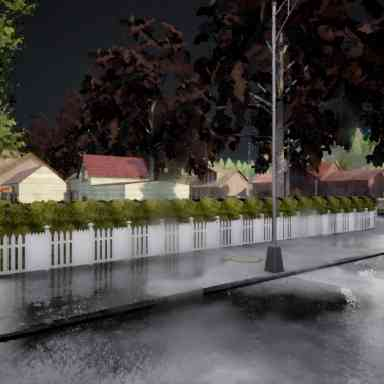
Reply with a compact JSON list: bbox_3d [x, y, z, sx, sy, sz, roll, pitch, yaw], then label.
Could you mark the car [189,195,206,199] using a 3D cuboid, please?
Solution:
[{"bbox_3d":[1.970,1.549,44.499,2.033,1.411,5.357,0,0,-36],"label":"car"}]
